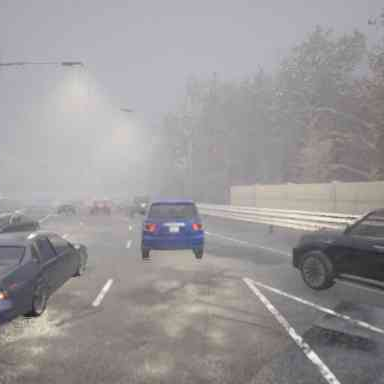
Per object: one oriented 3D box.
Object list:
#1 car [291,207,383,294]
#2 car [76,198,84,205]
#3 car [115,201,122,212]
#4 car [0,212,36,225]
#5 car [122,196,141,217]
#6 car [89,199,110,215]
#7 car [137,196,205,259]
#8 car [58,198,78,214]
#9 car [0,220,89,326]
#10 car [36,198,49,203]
[{"bbox_3d":[4.525,1.243,6.597,2.150,2.045,5.566,0,0,-27],"label":"car"},{"bbox_3d":[-24.197,2.024,69.472,1.994,1.385,4.181,0,0,-39],"label":"car"},{"bbox_3d":[-8.647,1.830,42.623,1.994,1.385,4.181,0,0,-22],"label":"car"},{"bbox_3d":[-8.125,1.604,14.502,2.128,1.511,4.902,0,0,-8],"label":"car"},{"bbox_3d":[-5.370,1.426,33.588,2.150,2.045,5.566,0,0,-18],"label":"car"},{"bbox_3d":[-10.724,1.603,38.364,2.097,1.767,4.553,0,0,-20],"label":"car"},{"bbox_3d":[-0.877,1.298,13.158,2.150,2.045,5.566,0,0,-7],"label":"car"},{"bbox_3d":[-15.138,1.803,40.096,1.812,1.442,4.674,0,0,-22],"label":"car"},{"bbox_3d":[-3.784,1.605,7.397,2.033,1.411,5.357,0,0,-5],"label":"car"},{"bbox_3d":[-37.830,2.155,84.105,4.181,1.385,1.994,0,0,42],"label":"car"}]
